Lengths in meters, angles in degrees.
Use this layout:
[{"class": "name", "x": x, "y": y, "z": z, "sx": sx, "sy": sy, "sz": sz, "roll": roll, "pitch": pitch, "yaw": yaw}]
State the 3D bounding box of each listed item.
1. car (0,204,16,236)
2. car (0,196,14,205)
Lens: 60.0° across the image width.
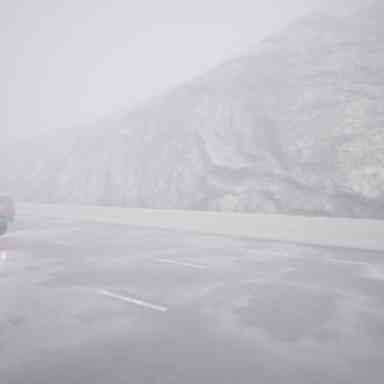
[{"class": "car", "x": -11.693, "y": 1.570, "z": 18.016, "sx": 4.902, "sy": 1.511, "sz": 2.128, "roll": 0, "pitch": 0, "yaw": 41}, {"class": "car", "x": -16.114, "y": 1.337, "z": 26.615, "sx": 5.566, "sy": 2.045, "sz": 2.150, "roll": 0, "pitch": 0, "yaw": 42}]
